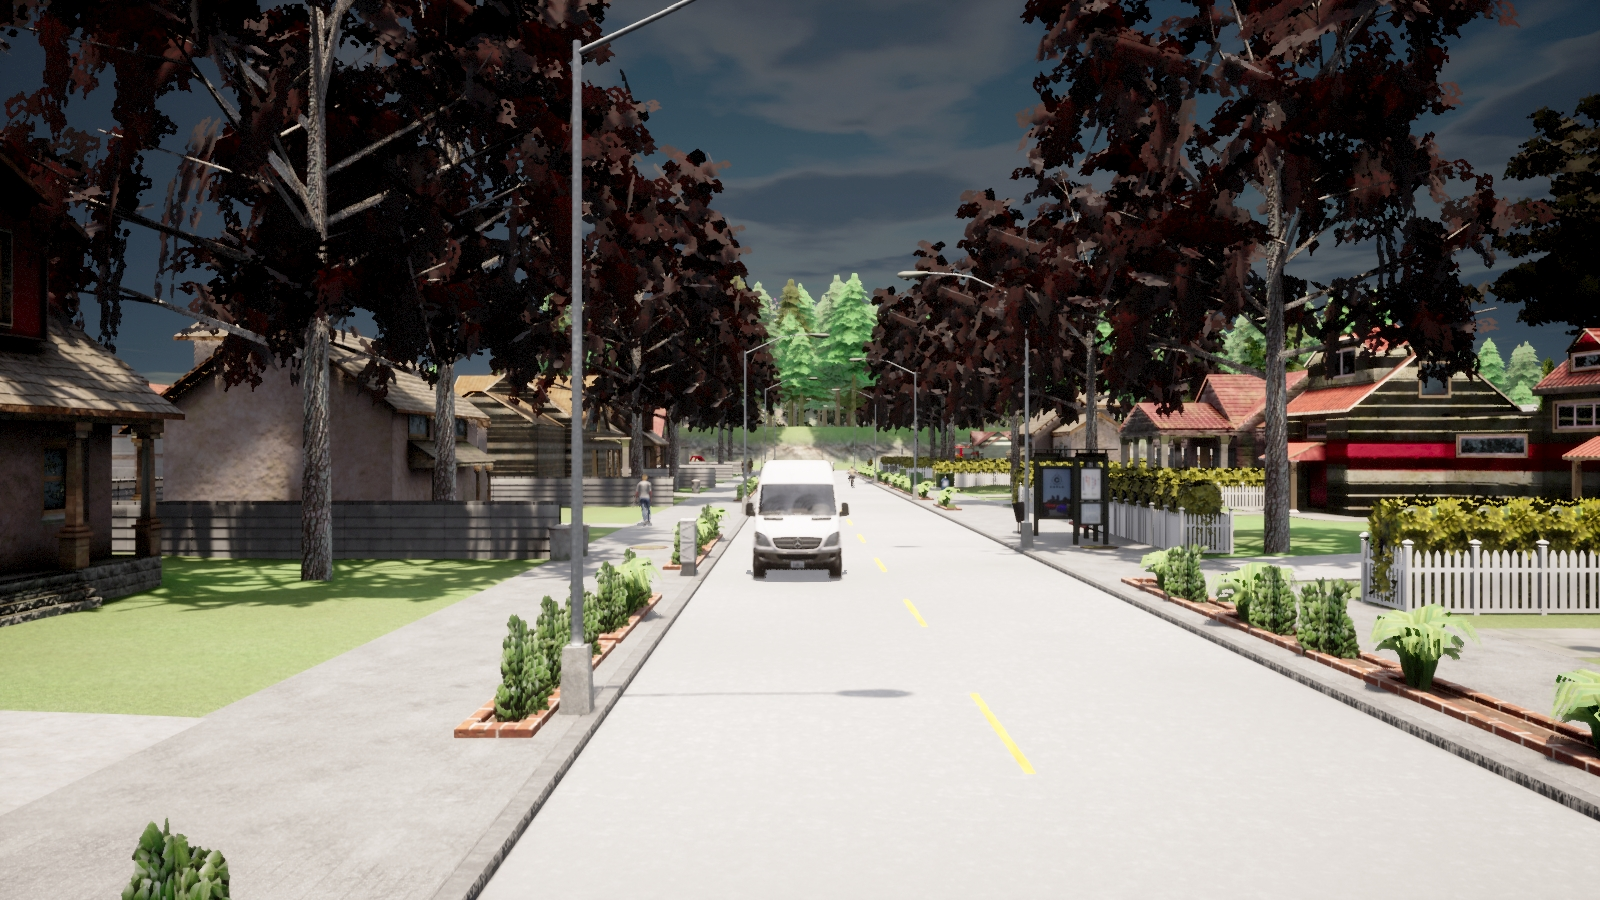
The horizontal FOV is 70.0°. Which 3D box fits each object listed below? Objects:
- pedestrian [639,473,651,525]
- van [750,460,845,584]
[{"bbox_3d":[-5.523,1.743,40.790,0.375,1.860,0.375,0,0,2],"label":"pedestrian"},{"bbox_3d":[-0.055,1.534,26.935,1.988,2.561,5.915,0,0,0],"label":"van"}]
